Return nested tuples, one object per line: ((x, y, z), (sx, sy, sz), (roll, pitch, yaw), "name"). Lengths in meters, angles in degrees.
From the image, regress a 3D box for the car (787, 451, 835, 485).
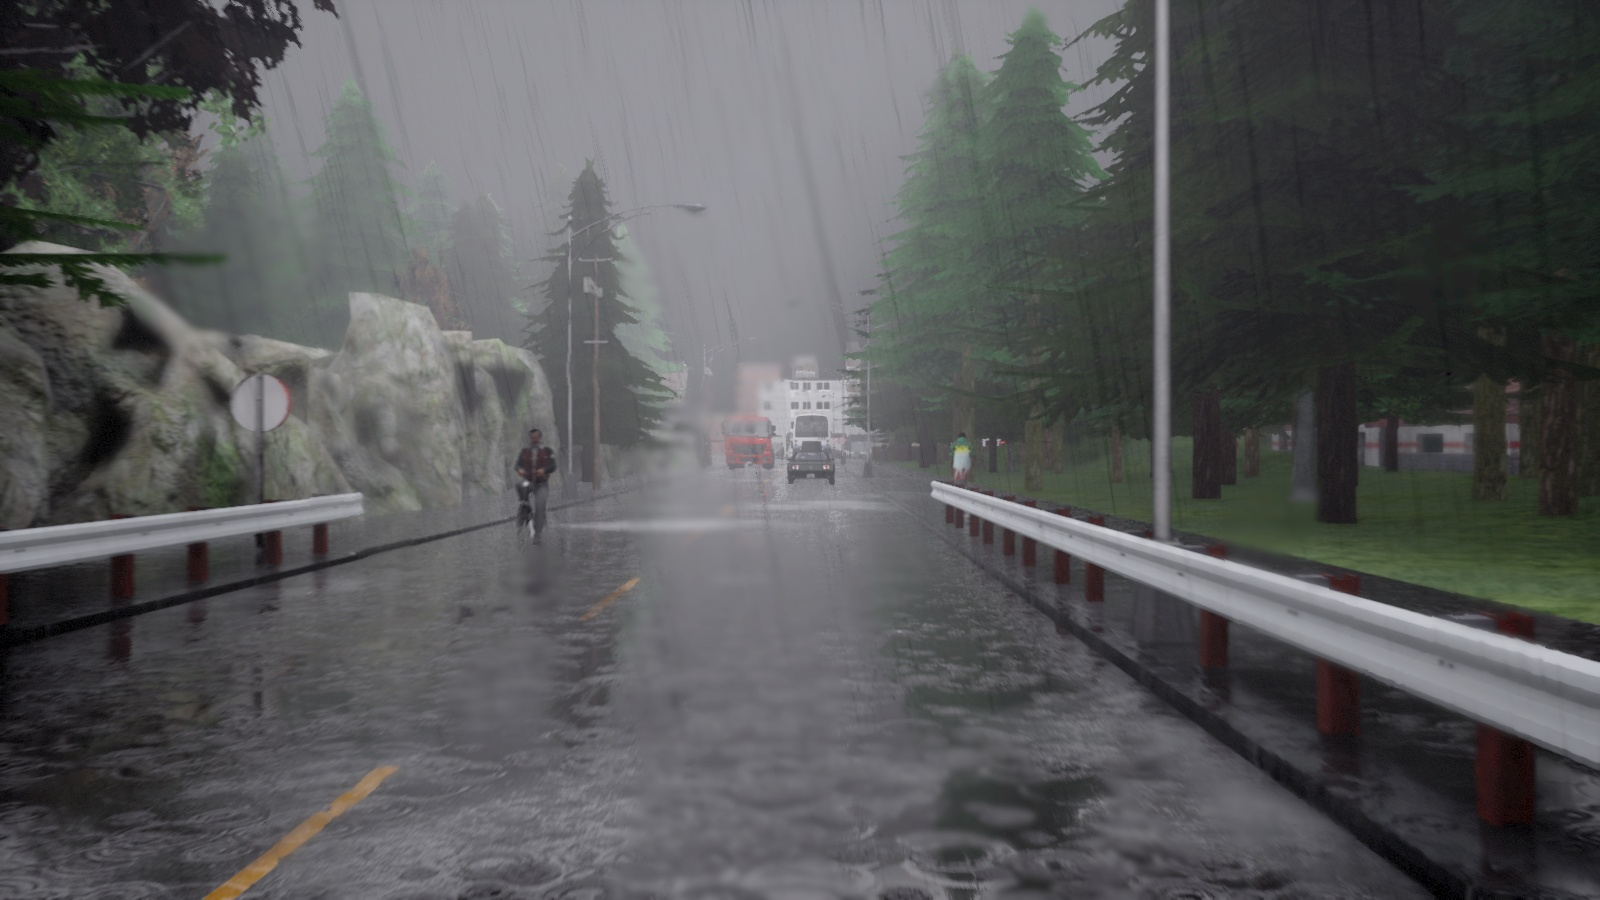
((0.454, 0.701, 51.198), (1.895, 1.301, 4.718), (0, 0, 1), "car")

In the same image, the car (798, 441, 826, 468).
((0.822, 0.291, 87.850), (1.905, 1.878, 3.866), (0, 0, 1), "car")

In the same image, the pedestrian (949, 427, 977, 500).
((4.449, 0.362, 34.291), (0.659, 1.952, 0.873), (0, 0, 0), "pedestrian")

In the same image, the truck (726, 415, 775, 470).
((-3.219, -0.478, 83.745), (2.891, 3.462, 7.936), (0, 0, 1), "truck")

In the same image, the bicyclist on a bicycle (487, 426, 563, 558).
((-3.875, 0.563, 17.823), (0.659, 1.776, 1.843), (0, 0, 0), "bicyclist on a bicycle")
